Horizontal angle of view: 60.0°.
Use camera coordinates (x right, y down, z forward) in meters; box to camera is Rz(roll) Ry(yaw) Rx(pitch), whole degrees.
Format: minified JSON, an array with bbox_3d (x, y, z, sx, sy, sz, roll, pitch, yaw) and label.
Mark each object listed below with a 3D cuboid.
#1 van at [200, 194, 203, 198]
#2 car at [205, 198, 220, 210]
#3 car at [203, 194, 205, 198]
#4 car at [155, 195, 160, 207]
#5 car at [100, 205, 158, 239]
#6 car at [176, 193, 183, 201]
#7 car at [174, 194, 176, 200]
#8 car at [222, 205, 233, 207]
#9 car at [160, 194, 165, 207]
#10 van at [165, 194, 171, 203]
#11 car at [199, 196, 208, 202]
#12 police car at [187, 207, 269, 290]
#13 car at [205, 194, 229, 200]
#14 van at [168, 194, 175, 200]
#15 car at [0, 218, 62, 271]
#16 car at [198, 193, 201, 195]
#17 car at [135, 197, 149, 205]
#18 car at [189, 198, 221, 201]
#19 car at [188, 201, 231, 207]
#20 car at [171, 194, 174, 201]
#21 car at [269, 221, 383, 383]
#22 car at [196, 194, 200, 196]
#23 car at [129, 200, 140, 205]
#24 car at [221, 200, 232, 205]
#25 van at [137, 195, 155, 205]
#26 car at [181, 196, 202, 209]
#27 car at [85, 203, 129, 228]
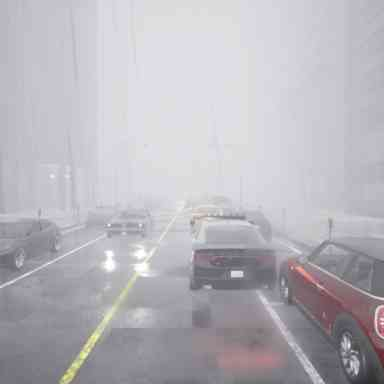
[{"bbox_3d":[2.748,1.368,55.837,1.690,1.788,3.998,0,0,0],"label":"van"},{"bbox_3d":[2.750,1.544,44.789,1.752,1.417,4.829,0,0,0],"label":"car"},{"bbox_3d":[2.752,1.330,39.010,2.192,1.841,5.009,0,0,0],"label":"car"},{"bbox_3d":[-5.775,1.458,44.605,1.967,1.590,4.097,0,0,0],"label":"car"},{"bbox_3d":[-3.106,1.604,17.498,1.895,1.301,4.718,0,0,0],"label":"car"},{"bbox_3d":[-3.023,1.545,87.813,2.128,1.511,4.902,0,0,0],"label":"car"},{"bbox_3d":[-5.784,1.601,83.871,2.008,1.369,4.403,0,0,0],"label":"car"},{"bbox_3d":[2.757,1.568,16.573,1.947,1.339,4.313,0,0,0],"label":"car"},{"bbox_3d":[-5.776,1.337,50.214,2.192,1.841,5.009,0,0,0],"label":"car"},{"bbox_3d":[-5.780,1.376,67.043,1.690,1.788,3.998,0,0,0],"label":"van"},{"bbox_3d":[2.742,1.590,78.273,1.887,1.381,4.507,0,0,0],"label":"car"},{"bbox_3d":[0.896,1.426,9.189,1.930,1.638,5.238,0,0,0],"label":"police car"},{"bbox_3d":[2.753,1.326,33.400,2.192,1.841,5.009,0,0,0],"label":"car"},{"bbox_3d":[-5.787,1.402,95.090,1.690,1.788,3.998,0,0,0],"label":"van"},{"bbox_3d":[-5.766,1.567,10.948,1.947,1.339,4.313,0,0,0],"label":"car"},{"bbox_3d":[2.745,1.350,67.055,2.192,1.841,5.009,0,0,0],"label":"car"},{"bbox_3d":[-5.772,1.536,33.216,1.752,1.417,4.829,0,0,0],"label":"car"},{"bbox_3d":[0.892,1.484,25.080,1.882,1.535,5.008,0,0,0],"label":"car"},{"bbox_3d":[0.846,1.483,19.072,1.882,1.535,5.008,0,0,-1],"label":"car"},{"bbox_3d":[-5.781,1.355,72.652,2.192,1.841,5.009,0,0,0],"label":"car"},{"bbox_3d":[2.760,1.440,5.355,1.967,1.590,4.097,0,0,0],"label":"car"},{"bbox_3d":[-0.016,1.596,63.265,1.994,1.385,4.181,0,0,0],"label":"car"},{"bbox_3d":[-5.771,1.590,27.776,1.802,1.307,4.206,0,0,0],"label":"car"},{"bbox_3d":[2.754,1.590,27.791,1.802,1.307,4.206,0,0,0],"label":"car"},{"bbox_3d":[-5.773,1.356,38.995,1.690,1.788,3.998,0,0,0],"label":"van"},{"bbox_3d":[0.000,1.566,44.554,2.033,1.411,5.357,0,0,1],"label":"car"},{"bbox_3d":[-5.769,1.555,22.167,2.008,1.369,4.403,0,0,0],"label":"car"}]
